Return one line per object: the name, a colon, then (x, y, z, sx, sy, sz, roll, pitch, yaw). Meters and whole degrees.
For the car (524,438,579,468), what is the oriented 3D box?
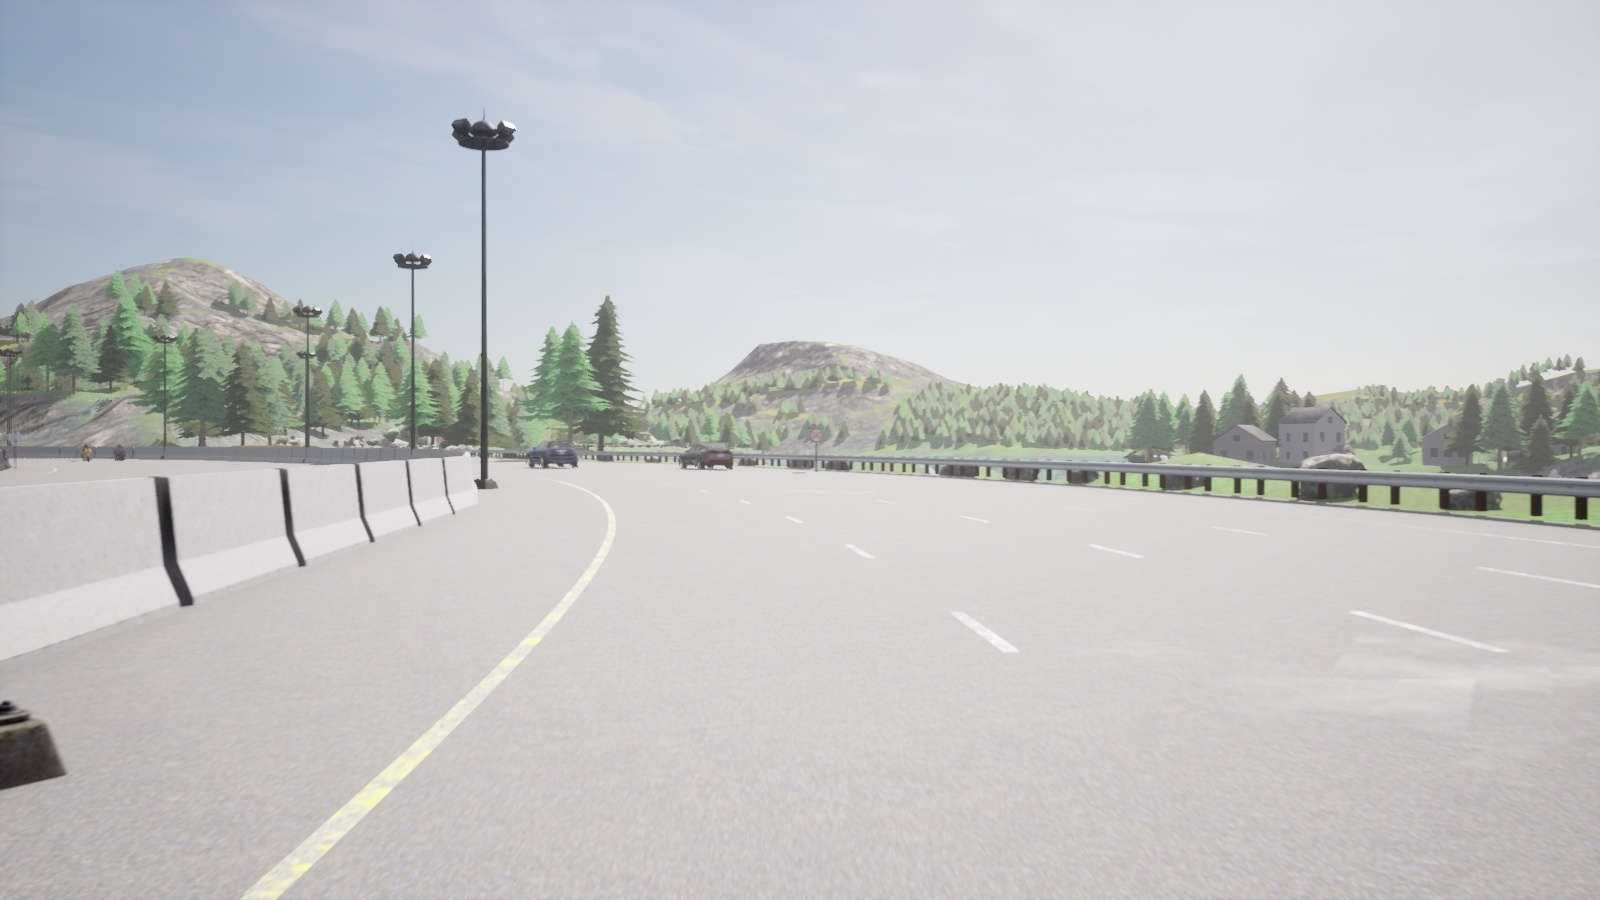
car: (-15.164, 0.163, 76.411, 2.097, 1.767, 4.553, 0, 0, -27)

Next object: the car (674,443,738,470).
car: (-5.477, 0.333, 72.504, 2.163, 1.488, 4.792, 0, 0, -25)
